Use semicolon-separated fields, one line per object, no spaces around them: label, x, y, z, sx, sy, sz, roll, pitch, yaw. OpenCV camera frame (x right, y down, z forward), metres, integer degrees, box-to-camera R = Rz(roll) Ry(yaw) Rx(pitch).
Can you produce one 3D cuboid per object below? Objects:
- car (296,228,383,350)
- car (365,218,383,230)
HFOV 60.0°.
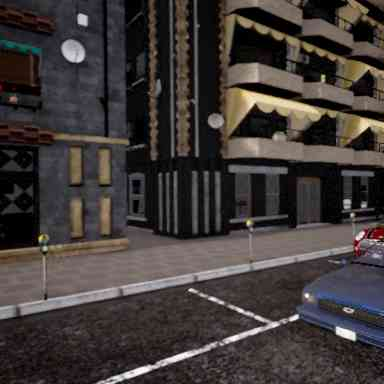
car;4.258;1.547;6.112;5.357;1.411;2.033;0;0;-36
car;7.293;1.438;11.310;4.097;1.590;1.967;0;-1;-35
